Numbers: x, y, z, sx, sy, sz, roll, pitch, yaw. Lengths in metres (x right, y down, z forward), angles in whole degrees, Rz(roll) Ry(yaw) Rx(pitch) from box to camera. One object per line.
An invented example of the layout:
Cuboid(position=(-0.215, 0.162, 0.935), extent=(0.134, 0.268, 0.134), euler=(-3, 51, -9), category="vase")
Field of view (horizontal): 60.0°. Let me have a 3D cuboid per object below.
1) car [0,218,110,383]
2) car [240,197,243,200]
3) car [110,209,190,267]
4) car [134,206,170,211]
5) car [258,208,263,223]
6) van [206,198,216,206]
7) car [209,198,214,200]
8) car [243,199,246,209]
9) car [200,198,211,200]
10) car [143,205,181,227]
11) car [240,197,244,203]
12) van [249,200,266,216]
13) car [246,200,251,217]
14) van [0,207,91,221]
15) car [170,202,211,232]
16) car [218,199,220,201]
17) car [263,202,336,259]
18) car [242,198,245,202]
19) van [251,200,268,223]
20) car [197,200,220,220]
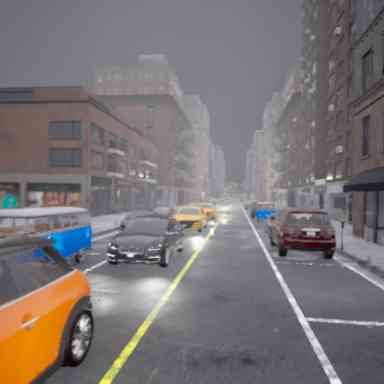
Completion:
Cuboid(position=(-2.675, 1.323, 2.922), extent=(2.097, 1.767, 4.553), euler=(1, -1, 9), category="car")
Cuboid(position=(13.631, 2.685, 83.490), extent=(2.008, 1.369, 4.403), euler=(1, -1, 8), category="car")
Cuboid(position=(-1.443, 1.593, 11.921), extent=(1.837, 1.490, 4.892), euler=(1, -1, 8), category="car")
Cuboid(position=(-2.910, 1.706, 20.252), extent=(1.947, 1.339, 4.313), euler=(1, -1, 8), category="car")
Cuboid(position=(5.123, 1.857, 19.181), extent=(2.008, 1.369, 4.403), euler=(1, -1, 8), category="car")
Cuboid(position=(4.249, 2.172, 73.837), extent=(1.690, 1.788, 3.998), euler=(1, -1, 8), category="van")
Cuboid(position=(2.103, 1.938, 57.763), extent=(2.192, 1.841, 5.009), euler=(1, -1, 8), category="car")
Cuboid(position=(10.109, 2.316, 56.864), extent=(1.752, 1.417, 4.829), euler=(1, -1, 8), category="car")
Cuboid(position=(1.382, 2.120, 52.402), extent=(1.947, 1.339, 4.313), euler=(1, -1, 8), category="car")
Cuboid(position=(-2.194, 1.754, 25.611), extent=(1.887, 1.381, 4.507), euler=(1, -1, 8), category="car")
Cuboid(position=(12.945, 2.592, 78.300), extent=(1.752, 1.417, 4.829), euler=(1, -1, 8), category="car")
Cuboid(position=(7.963, 1.923, 40.620), extent=(1.690, 1.788, 3.998), euler=(1, -1, 8), category="van")
Cuboid(position=(7.255, 1.828, 35.262), extent=(2.192, 1.841, 5.009), euler=(1, -1, 8), category="car")
Cuboid(position=(-4.336, 1.342, 9.538), extent=(1.690, 1.788, 3.998), euler=(1, -1, 8), category="van")
Cuboid(position=(-0.090, 1.697, 21.987), extent=(1.882, 1.535, 5.008), euler=(1, -1, 8), category="car")
Cuboid(position=(4.960, 2.451, 79.193), extent=(2.008, 1.369, 4.403), euler=(1, -1, 8), category="car")
Cuboid(position=(4.419, 1.552, 13.825), extent=(2.192, 1.841, 5.009), euler=(1, -1, 8), category="car")
Cuboid(position=(10.797, 2.298, 62.055), extent=(1.967, 1.590, 4.097), euler=(1, -1, 8), category="car")
Cuboid(position=(6.545, 1.785, 29.902), extent=(1.690, 1.788, 3.998), euler=(1, -1, 8), category="van")
Cuboid(position=(1.355, 1.834, 32.544), extent=(1.882, 1.535, 5.008), euler=(1, -1, 8), category="car")
